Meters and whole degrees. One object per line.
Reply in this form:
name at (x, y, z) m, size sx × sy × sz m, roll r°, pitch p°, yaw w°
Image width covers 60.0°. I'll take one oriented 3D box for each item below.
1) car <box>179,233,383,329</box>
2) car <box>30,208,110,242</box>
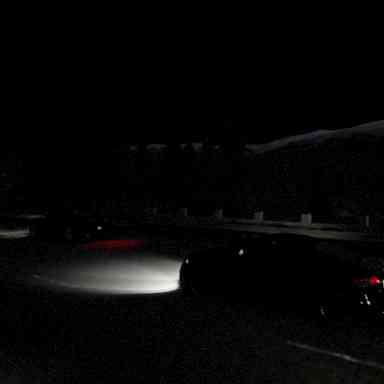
car at (1.761, 1.578, 7.035) m, size 4.181 × 1.385 × 1.994 m, roll 0°, pitch 0°, yaw 36°
car at (-6.381, 1.569, 17.141) m, size 5.008 × 1.535 × 1.882 m, roll 0°, pitch 0°, yaw 36°
